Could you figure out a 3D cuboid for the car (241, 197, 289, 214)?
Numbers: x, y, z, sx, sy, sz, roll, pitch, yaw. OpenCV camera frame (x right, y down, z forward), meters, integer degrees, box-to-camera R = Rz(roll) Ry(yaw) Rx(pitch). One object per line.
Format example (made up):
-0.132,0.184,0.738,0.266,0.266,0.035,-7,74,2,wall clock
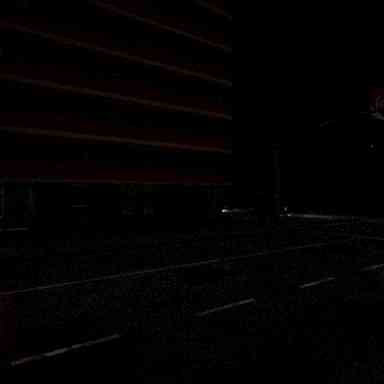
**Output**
8.037,1.491,35.549,2.128,1.511,4.902,0,0,-36,car

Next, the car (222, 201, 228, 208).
2.205,1.564,43.598,1.994,1.385,4.181,0,0,-36,car

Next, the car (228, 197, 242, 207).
7.126,1.491,49.062,2.128,1.511,4.902,0,0,-36,car
